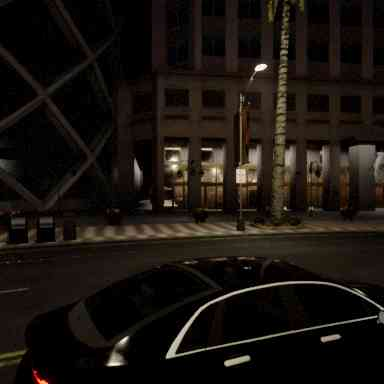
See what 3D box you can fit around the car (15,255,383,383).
[{"bbox_3d":[0.802,1.505,3.700,4.892,1.490,1.837,0,0,-26],"label":"car"}]
